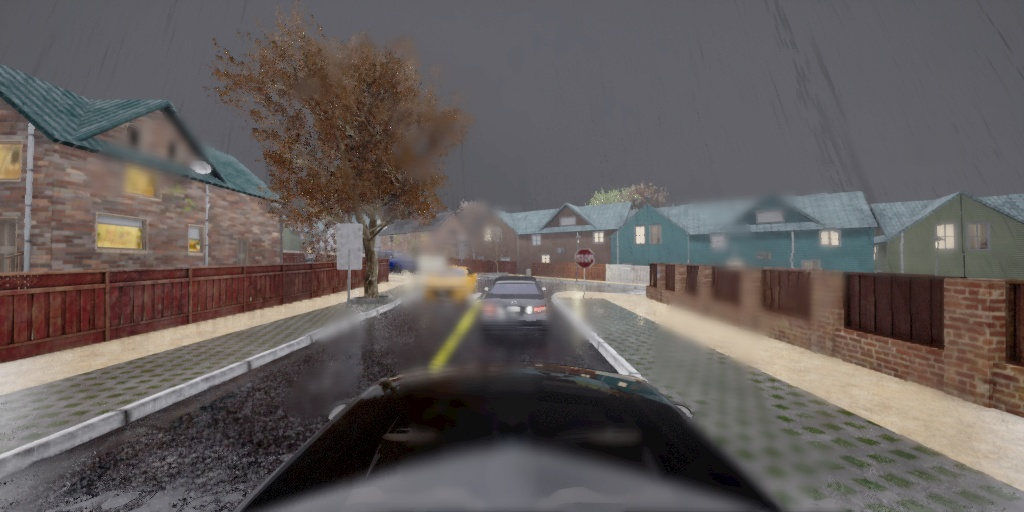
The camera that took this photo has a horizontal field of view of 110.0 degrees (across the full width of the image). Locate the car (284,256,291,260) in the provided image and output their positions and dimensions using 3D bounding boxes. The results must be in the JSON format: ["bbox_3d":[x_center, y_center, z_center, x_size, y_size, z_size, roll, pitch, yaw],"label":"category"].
[{"bbox_3d":[-33.003,0.157,51.289,4.718,1.301,1.895,2,0,32],"label":"car"}]

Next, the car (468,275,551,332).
[{"bbox_3d":[0.116,1.302,10.822,2.033,1.411,5.357,0,0,1],"label":"car"}]

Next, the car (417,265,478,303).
[{"bbox_3d":[-2.737,1.236,17.052,1.882,1.535,5.008,0,0,2],"label":"car"}]

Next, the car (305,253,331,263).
[{"bbox_3d":[-22.174,0.446,41.033,4.892,1.490,1.837,3,0,32],"label":"car"}]

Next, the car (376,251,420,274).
[{"bbox_3d":[-11.246,0.579,34.181,5.566,2.045,2.150,3,0,32],"label":"car"}]
